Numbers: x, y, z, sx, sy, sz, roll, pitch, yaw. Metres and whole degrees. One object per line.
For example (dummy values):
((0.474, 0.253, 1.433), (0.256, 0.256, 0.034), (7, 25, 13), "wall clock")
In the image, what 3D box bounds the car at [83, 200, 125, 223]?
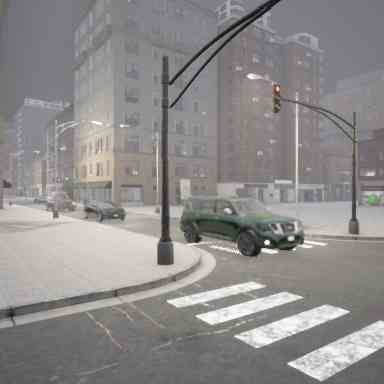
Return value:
((-6.699, 1.363, 25.091), (1.882, 1.535, 5.008), (0, 0, -35), "car")

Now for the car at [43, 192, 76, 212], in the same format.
((-13.827, 1.179, 35.086), (2.097, 1.767, 4.553), (0, 0, -35), "car")

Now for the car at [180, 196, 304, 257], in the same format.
((1.702, 1.179, 13.320), (2.150, 2.045, 5.566), (0, 0, -36), "car")

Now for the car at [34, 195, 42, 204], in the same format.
((-25.510, 1.269, 56.495), (2.033, 1.411, 5.357), (0, 0, -35), "car")
